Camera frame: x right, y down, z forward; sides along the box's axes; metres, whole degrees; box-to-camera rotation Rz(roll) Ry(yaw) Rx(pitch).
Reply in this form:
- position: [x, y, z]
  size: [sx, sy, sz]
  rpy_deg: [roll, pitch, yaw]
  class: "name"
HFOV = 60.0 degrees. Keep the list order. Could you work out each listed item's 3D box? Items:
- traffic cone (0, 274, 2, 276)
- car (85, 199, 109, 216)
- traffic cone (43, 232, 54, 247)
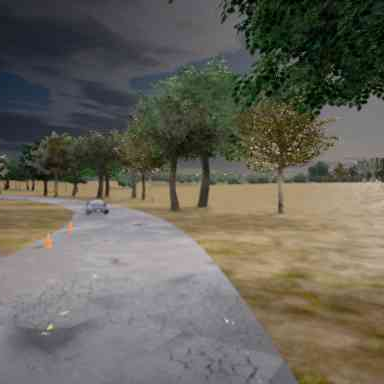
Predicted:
- position: [-5.315, 1.961, 8.877]
  size: [0.340, 0.580, 0.340]
  rpy_deg: [0, 0, -6]
  class: "traffic cone"
- position: [-9.436, 1.459, 32.695]
  size: [1.812, 1.442, 4.674]
  rpy_deg: [-1, 0, -22]
  class: "car"
- position: [-5.923, 1.955, 13.706]
  size: [0.340, 0.580, 0.340]
  rpy_deg: [0, 0, -9]
  class: "traffic cone"
